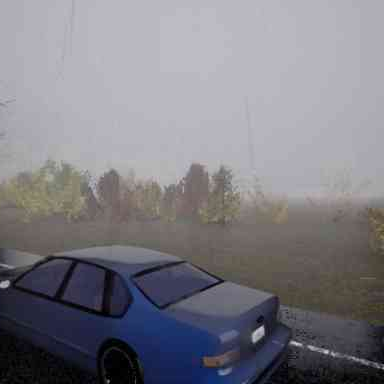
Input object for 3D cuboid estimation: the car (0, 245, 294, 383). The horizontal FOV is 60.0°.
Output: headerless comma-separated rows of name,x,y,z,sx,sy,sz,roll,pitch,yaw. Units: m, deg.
car,-1.336,1.548,4.976,5.357,1.411,2.033,0,0,35
